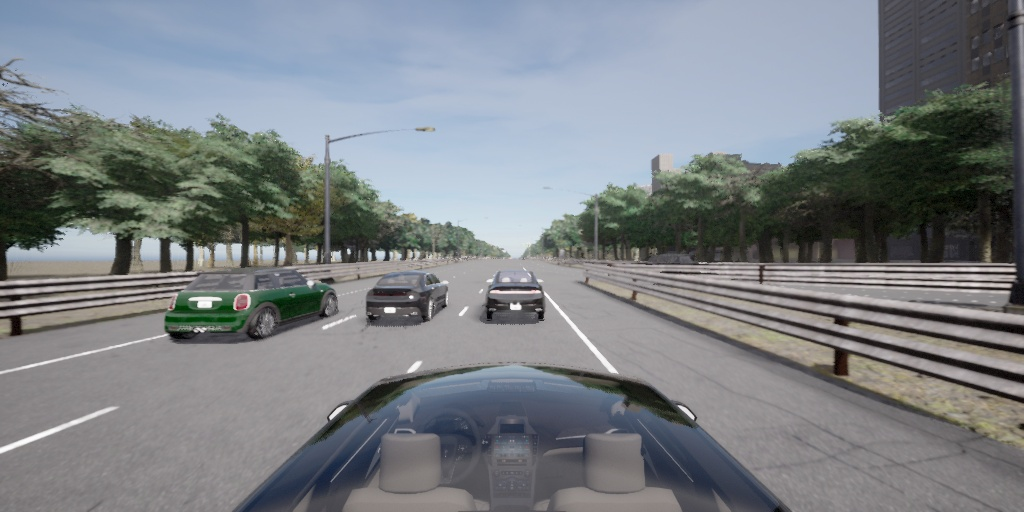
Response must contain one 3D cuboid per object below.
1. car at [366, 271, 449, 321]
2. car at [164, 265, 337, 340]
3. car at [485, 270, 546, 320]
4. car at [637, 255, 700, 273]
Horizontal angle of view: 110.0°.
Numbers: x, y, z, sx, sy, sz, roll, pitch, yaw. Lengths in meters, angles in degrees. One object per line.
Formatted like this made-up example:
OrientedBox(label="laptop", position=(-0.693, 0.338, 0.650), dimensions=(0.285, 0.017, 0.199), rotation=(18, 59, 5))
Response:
OrientedBox(label="car", position=(-3.395, 1.257, 12.395), dimensions=(1.837, 1.490, 4.892), rotation=(0, 0, 0))
OrientedBox(label="car", position=(-6.896, 1.105, 10.175), dimensions=(2.097, 1.767, 4.553), rotation=(0, 0, 0))
OrientedBox(label="car", position=(0.103, 1.243, 12.595), dimensions=(2.128, 1.511, 4.902), rotation=(0, 0, 0))
OrientedBox(label="car", position=(11.945, 0.924, 28.183), dimensions=(2.150, 2.045, 5.566), rotation=(0, 0, -23))
